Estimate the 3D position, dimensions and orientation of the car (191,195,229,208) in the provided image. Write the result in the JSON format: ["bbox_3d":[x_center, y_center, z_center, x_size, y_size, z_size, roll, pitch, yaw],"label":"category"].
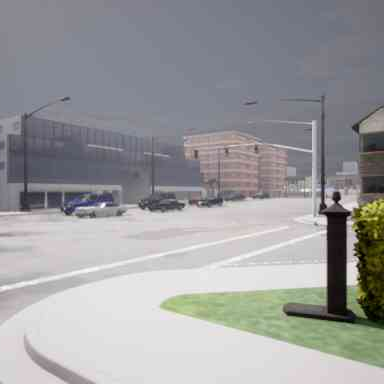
[{"bbox_3d":[2.435,1.230,44.733,2.128,1.511,4.902,0,1,35],"label":"car"}]

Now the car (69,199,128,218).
[{"bbox_3d":[-8.092,1.567,29.712,1.895,1.301,4.718,0,0,35],"label":"car"}]

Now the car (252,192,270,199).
[{"bbox_3d":[13.946,0.745,67.105,2.033,1.411,5.357,0,0,35],"label":"car"}]

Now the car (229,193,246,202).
[{"bbox_3d":[7.536,0.915,58.085,2.033,1.411,5.357,0,1,35],"label":"car"}]

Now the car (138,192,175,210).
[{"bbox_3d":[-4.188,1.086,41.385,2.150,2.045,5.566,0,1,36],"label":"car"}]

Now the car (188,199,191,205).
[{"bbox_3d":[1.415,1.261,49.376,1.895,1.301,4.718,0,2,35],"label":"car"}]

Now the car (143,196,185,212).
[{"bbox_3d":[-2.834,1.505,37.216,1.895,1.301,4.718,0,1,35],"label":"car"}]

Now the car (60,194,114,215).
[{"bbox_3d":[-10.128,1.185,32.910,2.150,2.045,5.566,0,0,35],"label":"car"}]
